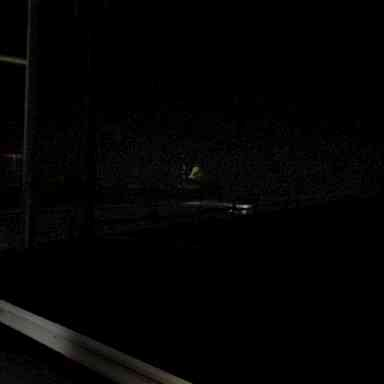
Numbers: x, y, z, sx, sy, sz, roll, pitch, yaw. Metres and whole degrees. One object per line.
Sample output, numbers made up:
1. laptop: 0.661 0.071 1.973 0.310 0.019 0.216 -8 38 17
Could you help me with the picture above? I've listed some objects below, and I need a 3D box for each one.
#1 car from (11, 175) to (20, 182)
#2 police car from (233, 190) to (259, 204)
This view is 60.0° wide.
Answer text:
1. car: -42.546 -3.191 80.865 1.905 1.878 3.866 8 2 -14
2. police car: 6.875 0.637 42.021 1.930 1.638 5.238 4 2 33
